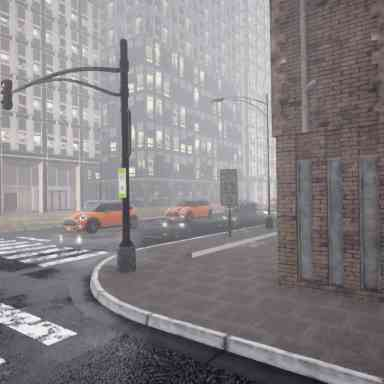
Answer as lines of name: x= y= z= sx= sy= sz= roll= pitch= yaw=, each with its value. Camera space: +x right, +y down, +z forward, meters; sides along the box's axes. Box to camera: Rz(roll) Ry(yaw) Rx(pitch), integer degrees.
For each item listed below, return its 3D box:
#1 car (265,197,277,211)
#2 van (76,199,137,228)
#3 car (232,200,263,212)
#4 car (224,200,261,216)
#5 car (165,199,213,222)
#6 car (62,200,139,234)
car: x=11.034 y=1.471 z=42.556 sx=2.097 sy=1.767 sz=4.553 roll=-1 pitch=-1 yaw=36
van: x=-5.946 y=1.460 z=23.520 sx=1.690 sy=1.788 sz=3.998 roll=-2 pitch=-1 yaw=36
car: x=6.952 y=1.689 z=41.383 sx=1.752 sy=1.417 sz=4.829 roll=-2 pitch=-1 yaw=36
car: x=5.094 y=1.590 z=34.374 sx=2.128 sy=1.511 sz=4.902 roll=-1 pitch=-1 yaw=36
car: x=-0.181 y=1.433 z=27.077 sx=2.097 sy=1.767 sz=4.553 roll=-1 pitch=-1 yaw=36
car: x=-5.386 y=1.416 z=19.921 sx=2.097 sy=1.767 sz=4.553 roll=-1 pitch=-1 yaw=37
